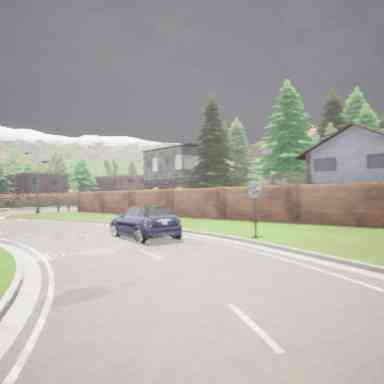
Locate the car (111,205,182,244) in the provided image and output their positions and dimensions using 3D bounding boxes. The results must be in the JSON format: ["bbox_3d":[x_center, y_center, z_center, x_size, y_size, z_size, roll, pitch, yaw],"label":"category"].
[{"bbox_3d":[-2.414,1.441,16.663,2.097,1.767,4.553,-1,0,-34],"label":"car"}]
